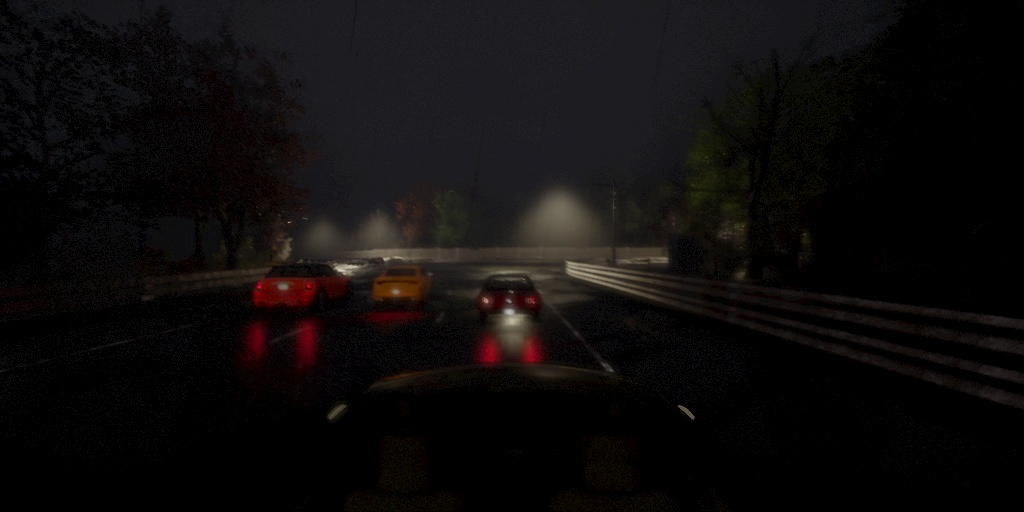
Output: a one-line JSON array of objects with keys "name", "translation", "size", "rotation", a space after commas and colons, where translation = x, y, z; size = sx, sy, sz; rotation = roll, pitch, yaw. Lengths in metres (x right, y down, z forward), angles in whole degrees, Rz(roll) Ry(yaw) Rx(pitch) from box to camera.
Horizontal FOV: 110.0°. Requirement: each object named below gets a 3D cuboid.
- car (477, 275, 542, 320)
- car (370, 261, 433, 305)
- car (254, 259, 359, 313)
[{"name": "car", "translation": [-0.098, 1.300, 12.441], "size": [1.895, 1.301, 4.718], "rotation": [0, 0, -1]}, {"name": "car", "translation": [-4.605, 1.176, 15.736], "size": [1.882, 1.535, 5.008], "rotation": [0, 0, -7]}, {"name": "car", "translation": [-7.923, 1.069, 14.135], "size": [2.097, 1.767, 4.553], "rotation": [0, 0, -7]}]
